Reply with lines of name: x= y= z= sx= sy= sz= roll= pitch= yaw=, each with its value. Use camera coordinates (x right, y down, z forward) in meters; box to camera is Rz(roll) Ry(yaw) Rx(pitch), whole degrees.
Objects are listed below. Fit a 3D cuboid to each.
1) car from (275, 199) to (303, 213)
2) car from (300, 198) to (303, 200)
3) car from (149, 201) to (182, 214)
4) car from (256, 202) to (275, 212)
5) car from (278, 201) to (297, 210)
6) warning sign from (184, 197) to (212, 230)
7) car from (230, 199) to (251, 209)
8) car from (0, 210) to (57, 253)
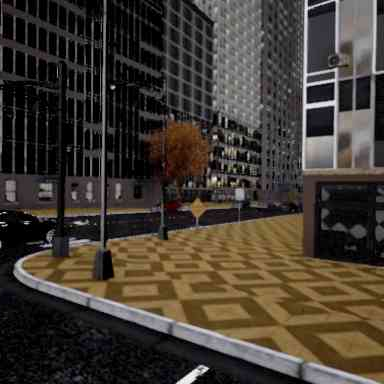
car: x=13.585 y=2.130 z=46.320 sx=1.837 sy=1.490 sz=4.892 roll=1 pitch=0 yaw=33
car: x=19.110 y=2.020 z=54.985 sx=2.150 sy=2.045 sz=5.566 roll=1 pitch=0 yaw=33
car: x=-3.004 y=1.734 z=38.821 sx=1.812 sy=1.442 sz=4.674 roll=1 pitch=0 yaw=33
car: x=11.046 y=2.128 z=48.376 sx=2.033 sy=1.411 sz=5.357 roll=1 pitch=0 yaw=33
car: x=16.357 y=2.252 z=56.718 sx=1.837 sy=1.490 sz=4.892 roll=1 pitch=0 yaw=33
warning sign: x=0.350 y=1.288 z=20.526 sx=1.300 sy=1.860 sz=1.060 roll=2 pitch=1 yaw=33
car: x=8.206 y=1.921 z=56.058 sx=2.097 sy=1.767 sz=4.553 roll=1 pitch=0 yaw=33
car: x=-7.196 y=1.458 z=13.024 sx=1.837 sy=1.490 sz=4.892 roll=-2 pitch=-2 yaw=17
